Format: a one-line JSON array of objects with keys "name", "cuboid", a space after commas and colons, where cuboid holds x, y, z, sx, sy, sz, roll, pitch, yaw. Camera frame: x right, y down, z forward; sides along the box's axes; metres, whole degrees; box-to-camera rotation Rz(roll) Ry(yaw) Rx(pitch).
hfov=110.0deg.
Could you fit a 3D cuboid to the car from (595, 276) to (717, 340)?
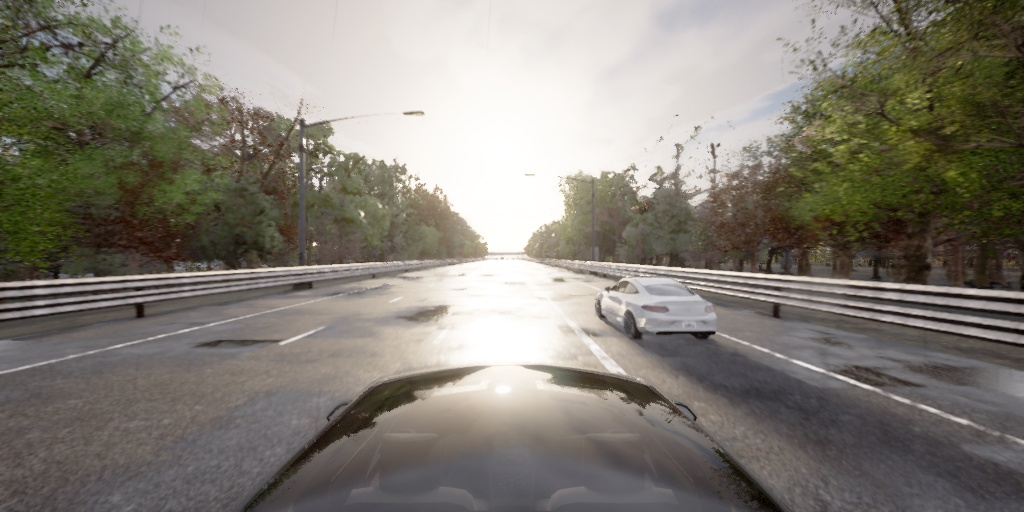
[{"name": "car", "cuboid": [3.657, 1.276, 9.809, 1.812, 1.442, 4.674, 0, 0, -1]}]
